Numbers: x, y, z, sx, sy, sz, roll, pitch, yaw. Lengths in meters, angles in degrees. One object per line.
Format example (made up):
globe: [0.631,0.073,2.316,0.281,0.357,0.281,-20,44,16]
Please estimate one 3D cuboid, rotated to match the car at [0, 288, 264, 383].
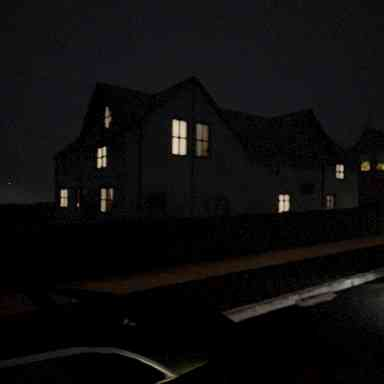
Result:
car: [-1.720,1.494,1.842,4.902,1.511,2.128,0,0,-35]
